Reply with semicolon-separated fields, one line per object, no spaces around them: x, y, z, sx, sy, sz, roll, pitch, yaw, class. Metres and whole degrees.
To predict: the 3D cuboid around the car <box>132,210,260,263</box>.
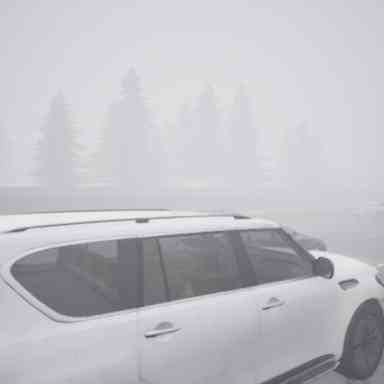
0.267;1.514;12.552;4.674;1.442;1.812;0;0;-36;car

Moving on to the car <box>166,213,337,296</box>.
1.842;1.494;9.359;4.892;1.490;1.837;0;0;-35;car

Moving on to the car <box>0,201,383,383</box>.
0.044;1.218;3.778;5.566;2.045;2.150;0;0;-35;car

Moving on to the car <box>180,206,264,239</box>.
1.669;1.545;17.835;4.181;1.385;1.994;0;0;-36;car
